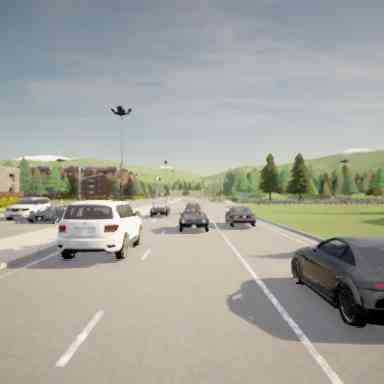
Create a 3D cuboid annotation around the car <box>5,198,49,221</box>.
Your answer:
[{"bbox_3d":[-15.024,1.535,30.964,2.150,2.045,5.566,0,-1,0],"label":"car"}]

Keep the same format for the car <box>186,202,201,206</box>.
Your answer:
[{"bbox_3d":[0.134,1.986,41.607,1.994,1.385,4.181,0,-1,0],"label":"car"}]

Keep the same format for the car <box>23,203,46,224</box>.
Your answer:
[{"bbox_3d":[-11.553,1.837,27.164,1.994,1.385,4.181,0,-1,0],"label":"car"}]

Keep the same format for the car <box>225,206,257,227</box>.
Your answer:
[{"bbox_3d":[3.620,1.807,25.388,2.033,1.411,5.357,0,-1,0],"label":"car"}]

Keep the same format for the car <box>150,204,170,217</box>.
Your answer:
[{"bbox_3d":[-3.371,1.966,35.997,1.895,1.301,4.718,0,-1,0],"label":"car"}]

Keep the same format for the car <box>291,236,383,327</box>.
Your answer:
[{"bbox_3d":[3.614,1.639,7.167,1.994,1.385,4.181,0,-1,0],"label":"car"}]

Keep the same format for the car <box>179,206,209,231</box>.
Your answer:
[{"bbox_3d":[0.116,1.829,22.406,1.895,1.301,4.718,0,-1,0],"label":"car"}]

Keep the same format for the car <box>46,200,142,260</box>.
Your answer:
[{"bbox_3d":[-3.390,1.355,13.180,2.150,2.045,5.566,0,-1,0],"label":"car"}]
